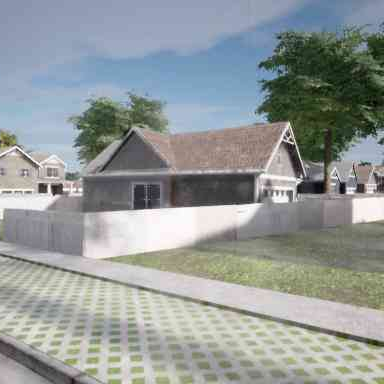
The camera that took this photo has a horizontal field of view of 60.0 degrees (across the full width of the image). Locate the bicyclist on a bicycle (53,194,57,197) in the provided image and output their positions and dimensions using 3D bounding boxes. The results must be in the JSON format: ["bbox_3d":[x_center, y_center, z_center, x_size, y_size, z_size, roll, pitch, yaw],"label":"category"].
[{"bbox_3d":[-13.010,1.030,31.524,1.656,1.620,0.582,0,1,34],"label":"bicyclist on a bicycle"}]
